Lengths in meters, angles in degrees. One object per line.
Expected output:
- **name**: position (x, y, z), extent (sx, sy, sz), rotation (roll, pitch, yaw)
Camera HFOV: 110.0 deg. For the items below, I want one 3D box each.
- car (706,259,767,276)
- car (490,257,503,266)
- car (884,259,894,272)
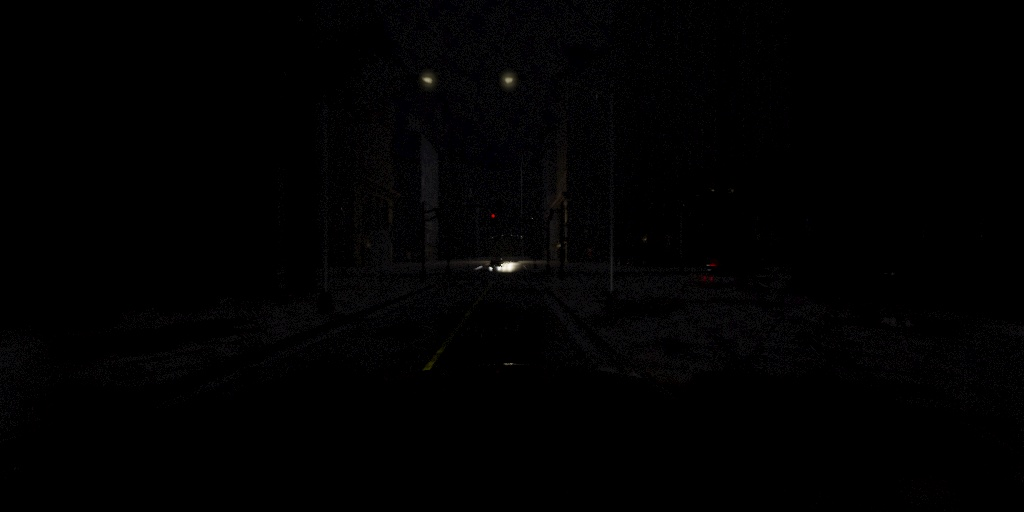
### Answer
- **car**: position (19.969, 1.015, 31.918), extent (4.902, 1.511, 2.128), rotation (-1, 0, 0)
- **car**: position (-3.011, 1.219, 65.185), extent (1.895, 1.301, 4.718), rotation (0, 0, 0)
- **car**: position (38.655, 0.838, 35.059), extent (4.892, 1.490, 1.837), rotation (0, 0, 0)
